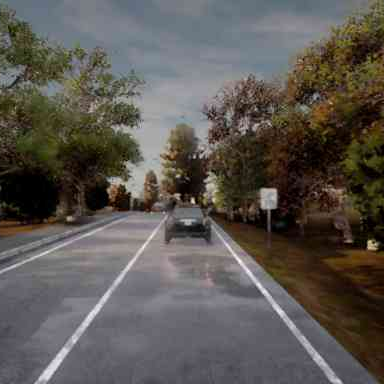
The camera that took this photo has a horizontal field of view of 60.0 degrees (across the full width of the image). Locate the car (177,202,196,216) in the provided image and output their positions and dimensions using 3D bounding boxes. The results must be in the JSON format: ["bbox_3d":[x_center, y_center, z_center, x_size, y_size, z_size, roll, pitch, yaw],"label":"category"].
[{"bbox_3d":[-0.601,1.745,34.609,1.895,1.301,4.718,0,-1,-1],"label":"car"}]

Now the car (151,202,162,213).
[{"bbox_3d":[-4.427,2.109,45.353,1.812,1.442,4.674,0,-3,-1],"label":"car"}]

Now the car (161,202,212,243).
[{"bbox_3d":[-0.212,1.385,16.544,2.097,1.767,4.553,0,0,-1],"label":"car"}]
